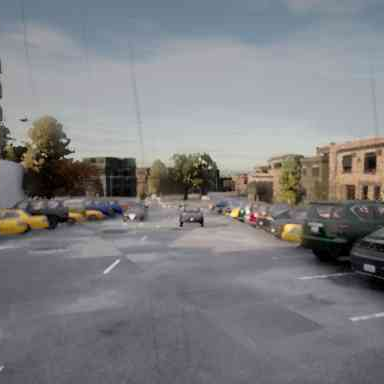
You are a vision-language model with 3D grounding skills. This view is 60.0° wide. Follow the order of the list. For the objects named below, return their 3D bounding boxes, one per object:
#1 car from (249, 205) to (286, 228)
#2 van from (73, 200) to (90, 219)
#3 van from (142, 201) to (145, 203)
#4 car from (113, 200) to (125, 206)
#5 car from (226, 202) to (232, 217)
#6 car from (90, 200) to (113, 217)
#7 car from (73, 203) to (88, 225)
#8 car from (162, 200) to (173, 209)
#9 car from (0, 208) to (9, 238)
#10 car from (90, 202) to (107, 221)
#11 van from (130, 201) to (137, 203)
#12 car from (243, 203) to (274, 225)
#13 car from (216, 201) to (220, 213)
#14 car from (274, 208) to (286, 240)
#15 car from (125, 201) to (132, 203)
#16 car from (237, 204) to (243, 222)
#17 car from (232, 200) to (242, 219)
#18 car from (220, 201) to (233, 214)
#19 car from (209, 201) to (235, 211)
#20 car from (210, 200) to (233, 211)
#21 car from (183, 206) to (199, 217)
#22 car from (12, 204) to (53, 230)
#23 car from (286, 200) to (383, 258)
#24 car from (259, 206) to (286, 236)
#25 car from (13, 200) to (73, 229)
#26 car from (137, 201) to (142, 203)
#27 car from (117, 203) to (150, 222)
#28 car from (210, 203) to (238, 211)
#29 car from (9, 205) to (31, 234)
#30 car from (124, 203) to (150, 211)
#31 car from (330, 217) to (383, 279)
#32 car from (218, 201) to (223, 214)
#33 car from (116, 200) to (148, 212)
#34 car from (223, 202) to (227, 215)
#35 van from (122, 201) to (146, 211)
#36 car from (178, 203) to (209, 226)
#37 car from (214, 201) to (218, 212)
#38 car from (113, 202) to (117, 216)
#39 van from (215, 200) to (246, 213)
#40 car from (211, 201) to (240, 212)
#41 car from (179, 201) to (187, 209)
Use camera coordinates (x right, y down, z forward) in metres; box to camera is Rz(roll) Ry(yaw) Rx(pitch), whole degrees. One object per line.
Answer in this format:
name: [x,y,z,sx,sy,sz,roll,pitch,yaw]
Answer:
car: [6.344,1.726,20.307,5.008,1.535,2.097,1,-2,-20]
van: [-11.640,1.750,29.328,4.442,1.987,1.878,0,-1,-20]
van: [-11.281,2.558,59.452,4.442,1.987,1.878,0,-2,-19]
car: [-11.622,2.047,41.366,5.566,2.045,2.435,0,-1,-20]
car: [6.254,2.001,32.042,5.008,1.535,2.097,1,-2,-20]
car: [-11.609,1.884,35.350,5.566,2.045,2.435,0,-1,-20]
car: [-11.330,1.896,26.436,5.366,1.575,1.946,0,-2,-20]
car: [-5.281,2.760,72.926,2.150,2.045,5.566,0,-2,0]
car: [-11.260,1.653,14.470,5.366,1.575,1.946,0,-1,-20]
car: [-11.381,2.051,32.427,5.366,1.575,1.946,0,-2,-20]
van: [-11.593,2.397,53.364,4.442,1.987,1.878,0,-1,-19]
car: [6.302,1.662,23.240,4.553,1.767,2.185,1,-2,-20]
car: [6.104,2.342,43.769,4.792,1.488,2.163,1,-1,-21]
car: [6.555,1.624,14.505,5.366,1.575,1.946,1,-1,-20]
car: [-11.562,2.461,47.393,4.892,1.521,2.231,0,-2,-19]
car: [6.314,1.893,26.169,4.674,1.452,2.002,1,-1,-20]
car: [6.258,1.799,29.105,4.553,1.767,2.185,1,-2,-20]
car: [6.196,2.158,37.910,4.892,1.521,2.231,1,-2,-21]
car: [5.788,2.735,64.368,4.553,1.767,2.185,1,-2,-21]
car: [5.879,2.462,49.582,5.366,1.575,1.946,1,-1,-21]
car: [-0.180,2.425,42.840,1.895,1.301,4.718,0,-2,-1]
car: [-11.639,1.764,20.324,5.366,1.575,1.946,0,-1,-20]
car: [6.422,1.332,11.527,5.566,2.045,2.435,1,-1,-20]
car: [6.373,1.674,17.377,5.008,1.535,2.097,1,-1,-20]
car: [-11.510,1.579,23.373,5.566,2.045,2.435,0,-1,-20]
car: [-11.407,2.577,56.414,4.553,1.767,2.185,0,-1,-19]
car: [-5.244,2.014,31.348,2.128,1.511,4.902,0,-2,0]
car: [5.894,2.813,61.435,4.792,1.488,2.163,1,-2,-21]
car: [-11.620,1.708,17.332,5.366,1.575,1.946,0,-1,-20]
car: [-11.233,3.025,68.395,5.008,1.535,2.097,0,-1,-19]
car: [6.397,1.545,8.578,4.892,1.521,2.231,1,-1,-20]
car: [6.175,2.235,40.844,5.008,1.535,2.097,1,-1,-21]
car: [-11.314,2.613,62.422,5.566,2.045,2.435,0,-2,-19]
car: [6.223,2.080,34.978,4.892,1.521,2.231,1,-2,-20]
van: [-11.400,2.720,65.364,4.442,1.987,1.878,0,-1,-19]
car: [-0.027,1.898,27.058,2.128,1.511,4.902,0,-2,0]
car: [6.102,2.391,46.714,5.008,1.535,2.097,1,-1,-21]
car: [-11.591,2.217,38.357,4.892,1.521,2.231,0,-1,-20]
van: [6.123,2.324,52.633,4.442,1.987,1.878,1,-2,-21]
car: [5.888,2.578,58.471,4.553,1.767,2.185,1,-2,-21]
car: [-2.212,3.150,81.749,2.097,1.767,4.553,0,-1,-1]
